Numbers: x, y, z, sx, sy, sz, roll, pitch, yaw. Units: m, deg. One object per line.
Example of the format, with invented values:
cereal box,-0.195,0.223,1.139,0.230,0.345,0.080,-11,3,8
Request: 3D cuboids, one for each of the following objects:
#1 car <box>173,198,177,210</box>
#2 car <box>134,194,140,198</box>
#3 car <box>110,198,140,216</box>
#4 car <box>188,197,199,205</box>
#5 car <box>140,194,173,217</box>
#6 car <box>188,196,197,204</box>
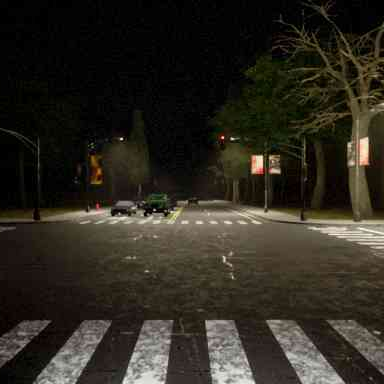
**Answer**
car,-3.262,1.608,41.496,1.994,1.385,4.181,0,0,1
car,-6.510,1.280,45.129,2.150,2.045,5.566,0,0,1
car,-6.538,1.567,32.631,2.033,1.411,5.357,0,0,0
car,0.221,1.673,62.231,2.128,1.511,4.902,0,0,0
car,-3.289,1.240,32.085,2.150,2.045,5.566,0,0,0
car,0.190,1.740,72.598,1.882,1.535,5.008,0,0,0
